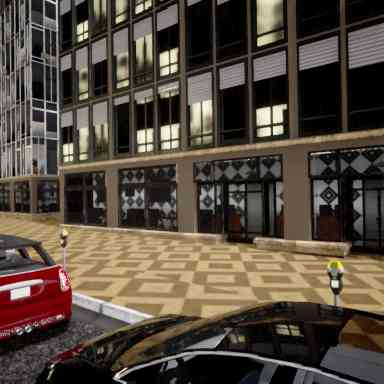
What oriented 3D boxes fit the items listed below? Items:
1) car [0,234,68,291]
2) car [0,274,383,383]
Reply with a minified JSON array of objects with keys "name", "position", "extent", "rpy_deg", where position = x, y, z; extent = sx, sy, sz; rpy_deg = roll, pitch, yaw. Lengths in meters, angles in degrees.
[{"name":"car","position":[-3.948,1.441,5.844],"extent":[4.097,1.590,1.967],"rpy_deg":[0,-1,37]},{"name":"car","position":[0.627,1.566,2.465],"extent":[4.313,1.339,1.947],"rpy_deg":[0,-1,36]}]
